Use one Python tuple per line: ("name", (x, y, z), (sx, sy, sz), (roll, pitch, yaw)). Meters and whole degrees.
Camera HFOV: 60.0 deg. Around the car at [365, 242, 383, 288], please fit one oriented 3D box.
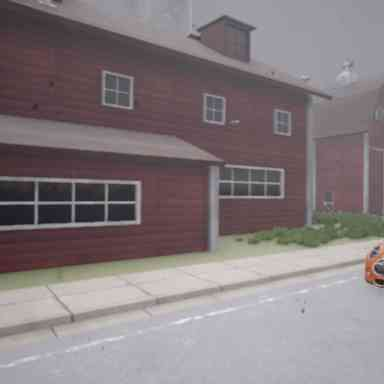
("car", (6.389, 1.480, 8.409), (4.553, 1.767, 2.097), (1, 0, -35))
